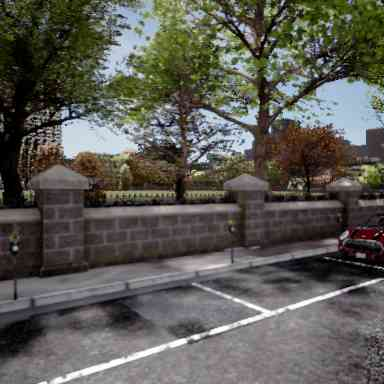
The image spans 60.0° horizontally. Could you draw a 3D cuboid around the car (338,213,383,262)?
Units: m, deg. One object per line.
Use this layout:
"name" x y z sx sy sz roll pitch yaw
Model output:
"car" 6.842 1.439 11.440 4.097 1.590 1.967 0 0 -35
